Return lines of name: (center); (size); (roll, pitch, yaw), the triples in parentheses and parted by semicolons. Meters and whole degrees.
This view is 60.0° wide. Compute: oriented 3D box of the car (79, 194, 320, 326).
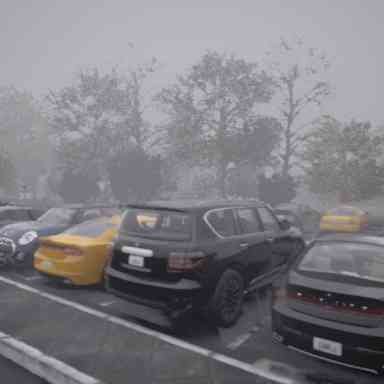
car: (0.702, 1.165, 7.347); (2.435, 2.045, 5.566); (1, 1, 36)

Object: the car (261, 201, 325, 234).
car: (6.087, 1.386, 19.606); (2.163, 1.488, 4.792); (2, 1, 36)

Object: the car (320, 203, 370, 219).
car: (8.437, 1.406, 18.089); (1.946, 1.575, 5.366); (1, 1, 36)

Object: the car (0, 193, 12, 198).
car: (-22.779, 1.064, 40.217); (2.097, 1.535, 5.008); (2, 1, 36)

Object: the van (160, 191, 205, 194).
van: (-0.766, 0.932, 24.400); (1.878, 1.987, 4.442); (2, 2, 36)

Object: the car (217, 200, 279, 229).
car: (3.717, 1.332, 21.298); (2.002, 1.452, 4.674); (2, 1, 36)

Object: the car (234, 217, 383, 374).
car: (2.934, 1.461, 5.680); (2.231, 1.521, 4.892); (1, 1, 36)

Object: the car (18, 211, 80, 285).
car: (-1.579, 1.364, 8.966); (2.097, 1.535, 5.008); (1, 1, 36)

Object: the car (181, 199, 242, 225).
car: (1.466, 1.263, 22.936); (2.002, 1.452, 4.674); (2, 1, 36)

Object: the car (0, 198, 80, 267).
car: (-3.802, 1.177, 10.629); (2.185, 1.767, 4.553); (2, 1, 36)
